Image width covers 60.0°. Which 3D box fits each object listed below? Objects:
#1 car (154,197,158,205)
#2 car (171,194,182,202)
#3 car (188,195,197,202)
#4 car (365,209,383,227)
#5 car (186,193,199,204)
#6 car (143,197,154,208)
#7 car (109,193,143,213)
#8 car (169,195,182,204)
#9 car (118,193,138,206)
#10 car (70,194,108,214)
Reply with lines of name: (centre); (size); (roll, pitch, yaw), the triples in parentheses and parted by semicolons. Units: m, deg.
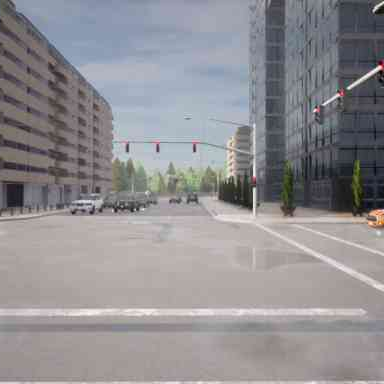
car: (-7.171, 1.564, 58.419); (1.994, 1.385, 4.181); (0, 0, 1)
car: (-3.389, 1.355, 74.301); (2.097, 1.767, 4.553); (0, 0, 1)
car: (0.119, 1.500, 74.577); (1.837, 1.490, 4.892); (0, 0, 1)
car: (13.585, 1.407, 21.136); (4.553, 1.767, 2.097); (0, 0, 0)
car: (0.080, 1.221, 63.864); (2.150, 2.045, 5.566); (0, 0, 1)
car: (-7.311, 1.547, 48.399); (2.033, 1.411, 5.357); (0, 0, 1)
car: (-7.408, 1.221, 38.155); (2.150, 2.045, 5.566); (0, 0, 1)
car: (-3.414, 1.526, 64.283); (1.812, 1.442, 4.674); (0, 0, 1)
car: (-10.709, 1.219, 55.823); (2.150, 2.045, 5.566); (0, 0, 1)
car: (-10.918, 1.221, 34.981); (2.150, 2.045, 5.566); (0, 0, -1)
